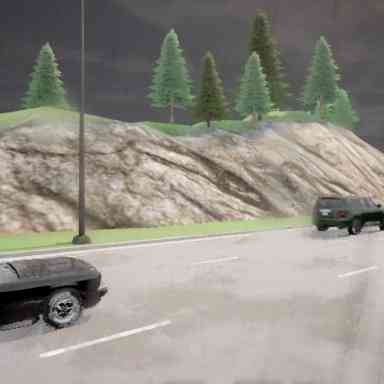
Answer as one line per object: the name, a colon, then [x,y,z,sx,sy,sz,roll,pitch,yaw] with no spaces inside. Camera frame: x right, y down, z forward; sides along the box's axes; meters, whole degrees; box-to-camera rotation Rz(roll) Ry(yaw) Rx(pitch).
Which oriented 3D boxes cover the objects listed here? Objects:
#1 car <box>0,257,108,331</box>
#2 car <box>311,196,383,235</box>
car: [-3.854,1.601,5.289,4.718,1.301,1.895,0,0,-36]
car: [9.099,1.222,18.861,5.566,2.045,2.150,0,0,-36]
